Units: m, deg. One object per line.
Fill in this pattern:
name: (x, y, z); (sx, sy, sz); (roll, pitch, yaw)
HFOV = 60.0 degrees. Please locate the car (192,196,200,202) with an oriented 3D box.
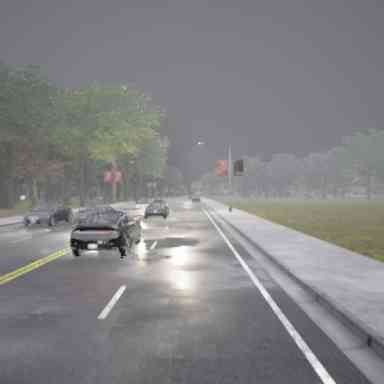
car: (0.969, 1.711, 85.962); (1.882, 1.535, 5.008); (0, 0, 0)

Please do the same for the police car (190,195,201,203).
police car: (0.969, 1.622, 76.072); (1.930, 1.638, 5.238); (0, 0, 0)

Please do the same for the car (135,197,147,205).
car: (-9.769, 1.657, 64.311); (2.128, 1.511, 4.902); (0, 0, 0)

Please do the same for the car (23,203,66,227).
car: (-9.850, 1.540, 23.079); (2.128, 1.511, 4.902); (0, 0, 0)

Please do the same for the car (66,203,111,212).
car: (-6.601, 1.540, 23.075); (2.128, 1.511, 4.902); (0, 0, 0)

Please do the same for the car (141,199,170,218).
car: (-3.153, 1.629, 30.530); (1.994, 1.385, 4.181); (0, 0, 0)

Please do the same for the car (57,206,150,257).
car: (-3.152, 1.517, 12.994); (2.128, 1.511, 4.902); (0, 0, 0)
